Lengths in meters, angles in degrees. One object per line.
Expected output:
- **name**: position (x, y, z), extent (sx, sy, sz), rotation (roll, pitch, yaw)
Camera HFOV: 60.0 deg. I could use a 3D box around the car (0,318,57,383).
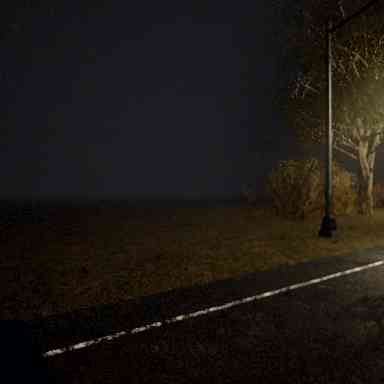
- **car**: position (-3.260, 1.605, 1.673), extent (4.718, 1.301, 1.895), rotation (0, 0, -36)
